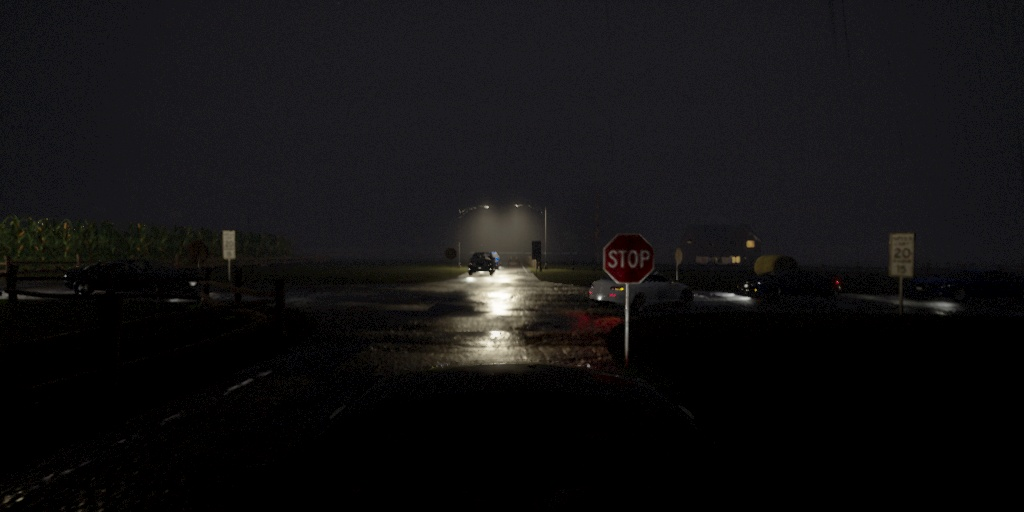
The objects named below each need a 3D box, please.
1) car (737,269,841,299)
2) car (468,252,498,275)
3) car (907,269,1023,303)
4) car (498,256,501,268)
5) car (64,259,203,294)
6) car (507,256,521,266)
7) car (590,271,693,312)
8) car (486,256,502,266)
[{"bbox_3d":[13.710,1.335,17.904,4.181,1.385,1.994,1,1,1],"label":"car"},{"bbox_3d":[-2.730,0.649,33.327,2.150,2.045,5.566,0,1,0],"label":"car"},{"bbox_3d":[22.700,1.380,17.720,5.008,1.535,1.882,1,1,1],"label":"car"},{"bbox_3d":[-2.687,0.543,43.688,2.150,2.045,5.566,0,1,0],"label":"car"},{"bbox_3d":[-16.329,0.907,15.621,4.902,1.511,2.128,1,1,0],"label":"car"},{"bbox_3d":[0.297,0.714,54.606,1.837,1.490,4.892,0,1,0],"label":"car"},{"bbox_3d":[5.106,1.269,14.090,4.674,1.442,1.812,0,0,-33],"label":"car"},{"bbox_3d":[-2.631,0.710,53.818,2.128,1.511,4.902,0,1,1],"label":"car"}]
